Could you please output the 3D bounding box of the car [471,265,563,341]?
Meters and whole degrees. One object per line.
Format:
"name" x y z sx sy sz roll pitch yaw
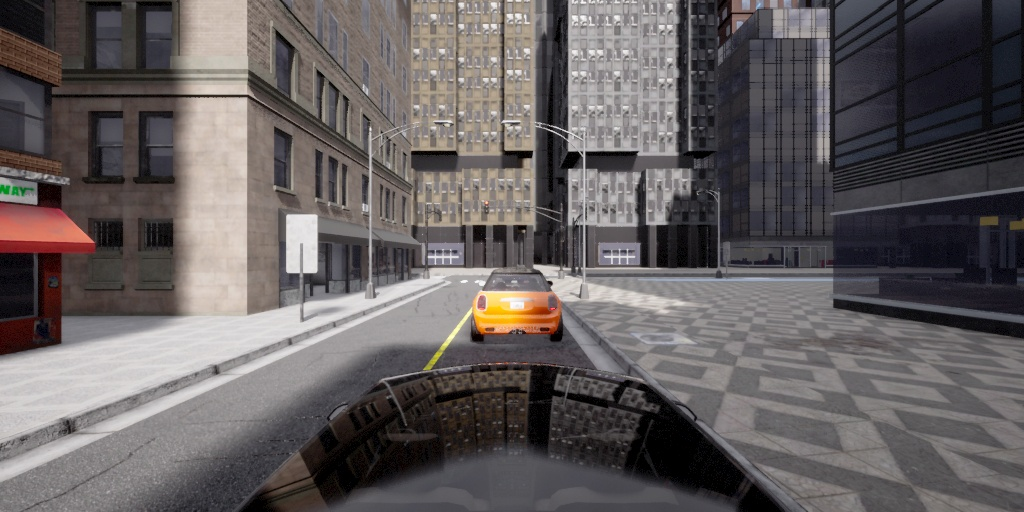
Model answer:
"car" 0.106 1.102 10.003 2.097 1.767 4.553 0 0 0
